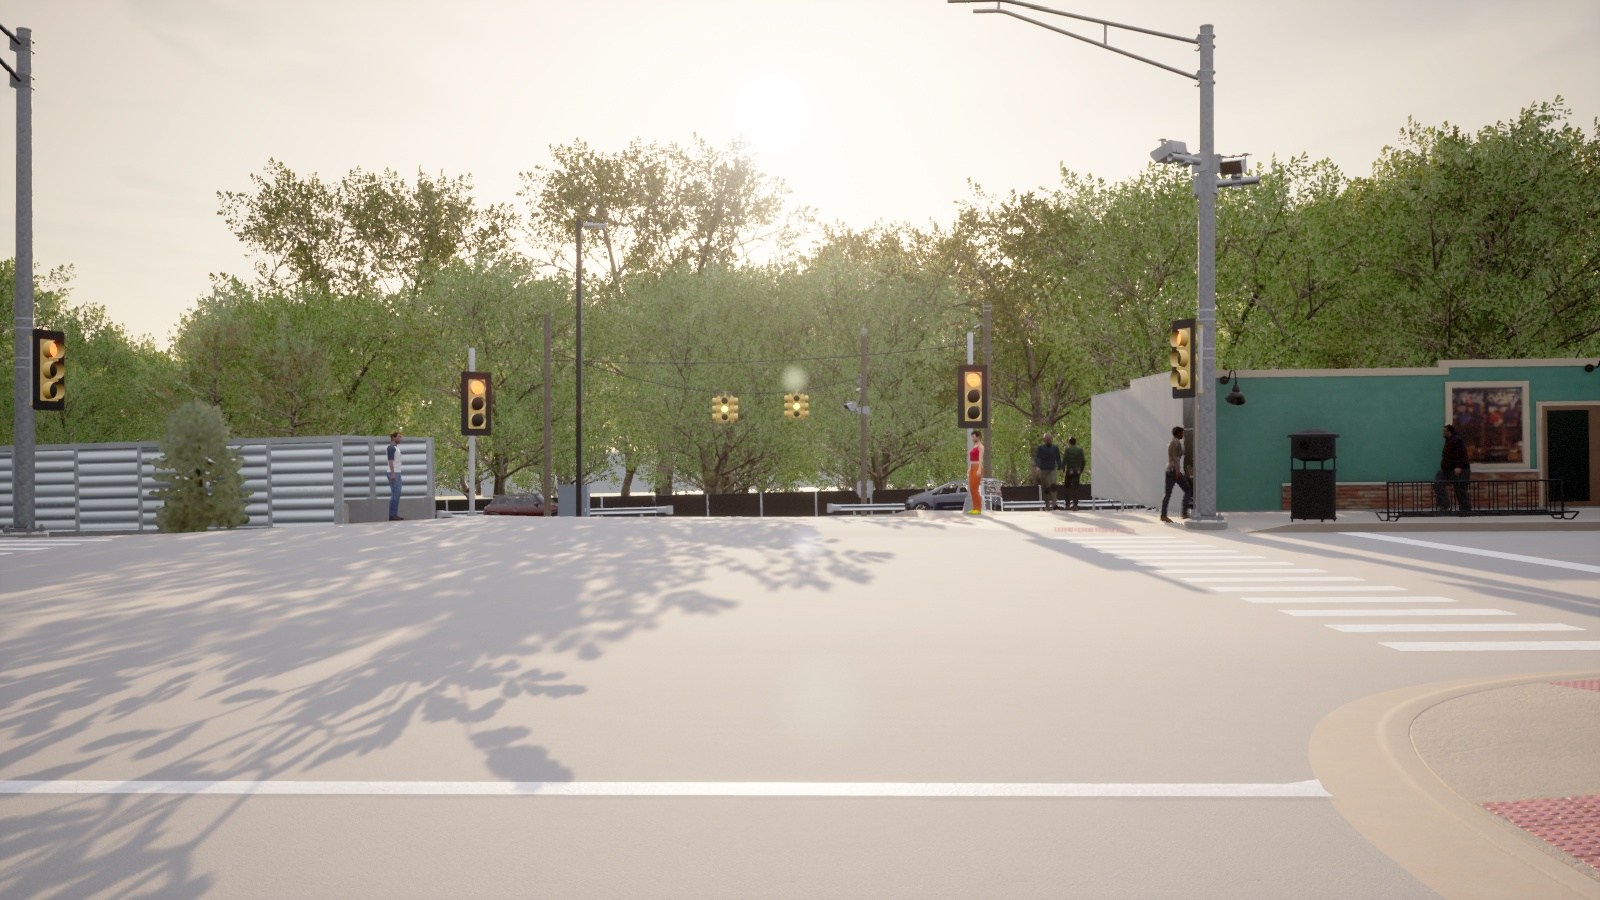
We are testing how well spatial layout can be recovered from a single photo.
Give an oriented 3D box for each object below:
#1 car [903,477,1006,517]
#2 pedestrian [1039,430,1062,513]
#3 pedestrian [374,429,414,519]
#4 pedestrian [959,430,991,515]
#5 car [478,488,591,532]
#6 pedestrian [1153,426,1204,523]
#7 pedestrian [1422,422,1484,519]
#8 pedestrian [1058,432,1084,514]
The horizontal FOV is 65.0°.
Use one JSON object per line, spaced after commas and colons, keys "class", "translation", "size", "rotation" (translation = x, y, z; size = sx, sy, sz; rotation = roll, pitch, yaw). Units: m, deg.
{"class": "car", "translation": [7.189, 2.190, 58.496], "size": [4.611, 1.667, 2.242], "rotation": [-2, 0, 8]}
{"class": "pedestrian", "translation": [5.652, 0.471, 28.326], "size": [0.402, 1.842, 0.726], "rotation": [0, 0, 2]}
{"class": "pedestrian", "translation": [-8.323, 0.494, 25.762], "size": [0.706, 1.836, 0.354], "rotation": [0, 0, 1]}
{"class": "pedestrian", "translation": [3.815, 0.483, 27.394], "size": [0.594, 1.836, 0.345], "rotation": [0, 0, -15]}
{"class": "car", "translation": [-12.076, 2.724, 57.305], "size": [4.553, 1.767, 2.097], "rotation": [-2, 0, 6]}
{"class": "pedestrian", "translation": [7.146, 0.457, 23.725], "size": [0.869, 1.805, 0.328], "rotation": [0, 0, -8]}
{"class": "pedestrian", "translation": [12.615, 0.391, 24.280], "size": [0.899, 1.844, 0.634], "rotation": [0, 0, 6]}
{"class": "pedestrian", "translation": [6.528, 0.552, 30.273], "size": [0.423, 1.949, 0.788], "rotation": [0, 0, -2]}
